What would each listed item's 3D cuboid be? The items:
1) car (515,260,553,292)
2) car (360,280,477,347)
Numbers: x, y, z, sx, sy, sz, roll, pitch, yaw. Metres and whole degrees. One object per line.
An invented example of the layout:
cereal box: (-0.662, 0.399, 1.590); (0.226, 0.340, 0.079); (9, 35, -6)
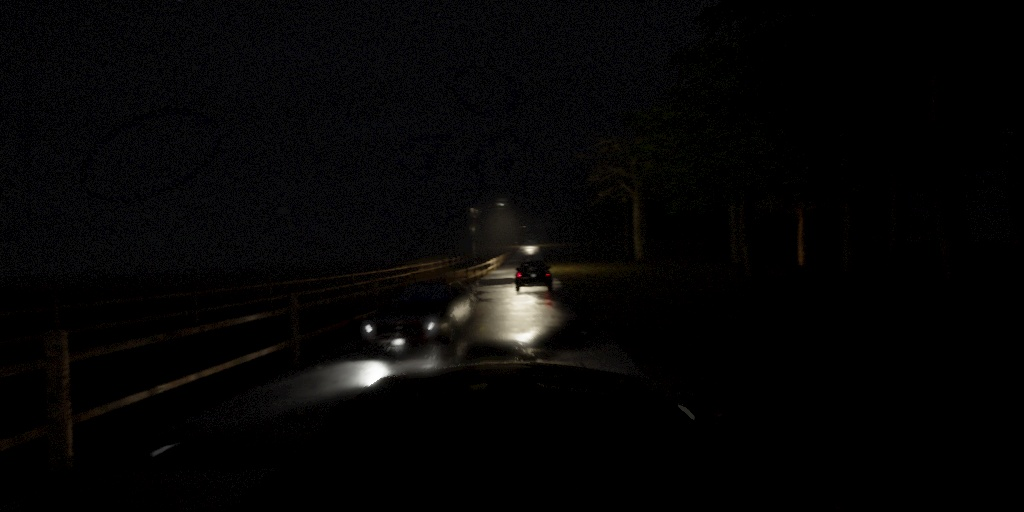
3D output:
car: (1.301, 1.049, 21.616); (2.097, 1.767, 4.553); (-3, 0, 4)
car: (-2.229, 1.422, 10.167); (2.033, 1.411, 5.357); (-3, 0, 4)
